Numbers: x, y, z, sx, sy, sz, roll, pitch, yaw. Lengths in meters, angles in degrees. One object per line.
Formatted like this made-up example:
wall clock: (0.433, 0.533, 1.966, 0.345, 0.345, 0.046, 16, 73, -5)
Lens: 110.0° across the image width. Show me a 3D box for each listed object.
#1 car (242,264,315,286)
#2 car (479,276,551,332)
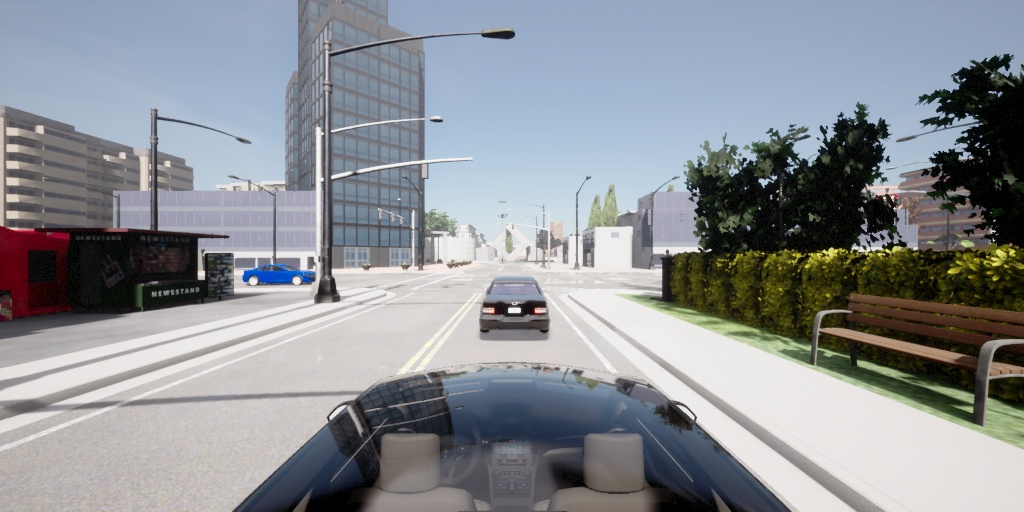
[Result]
car: (-16.776, 1.336, 26.166, 5.008, 1.535, 1.882, -1, 0, 0)
car: (0.070, 1.297, 10.756, 2.033, 1.411, 5.357, 0, 0, 0)
